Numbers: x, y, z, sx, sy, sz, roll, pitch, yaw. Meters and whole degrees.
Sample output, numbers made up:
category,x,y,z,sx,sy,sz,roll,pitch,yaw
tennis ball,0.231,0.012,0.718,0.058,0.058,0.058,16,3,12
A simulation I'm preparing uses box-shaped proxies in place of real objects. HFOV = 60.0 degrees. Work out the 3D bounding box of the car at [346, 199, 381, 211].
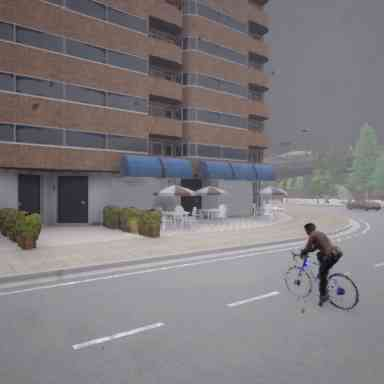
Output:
category,x,y,z,sx,sy,sz,roll,pitch,yaw
car,21.144,1.564,41.140,1.994,1.385,4.181,0,0,-16

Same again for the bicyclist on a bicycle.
category,x,y,z,sx,sy,sz,roll,pitch,yaw
bicyclist on a bicycle,2.534,1.454,6.697,0.582,1.620,1.656,0,-2,-36
